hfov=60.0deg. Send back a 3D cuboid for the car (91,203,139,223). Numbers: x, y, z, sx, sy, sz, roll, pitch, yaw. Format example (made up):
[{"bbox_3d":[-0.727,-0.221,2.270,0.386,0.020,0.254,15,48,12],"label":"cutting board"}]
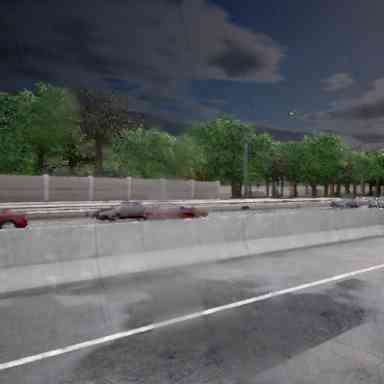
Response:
[{"bbox_3d":[-5.005,1.543,26.015,5.357,1.411,2.033,0,0,-37],"label":"car"}]

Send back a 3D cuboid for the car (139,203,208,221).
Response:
[{"bbox_3d":[-1.178,1.597,24.616,4.718,1.301,1.895,0,0,-35],"label":"car"}]

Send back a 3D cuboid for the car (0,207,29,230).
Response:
[{"bbox_3d":[-11.329,1.476,17.382,5.008,1.535,1.882,0,0,-35],"label":"car"}]

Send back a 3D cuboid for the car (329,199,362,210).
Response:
[{"bbox_3d":[20.455,1.569,44.115,5.357,1.411,2.033,0,0,-35],"label":"car"}]

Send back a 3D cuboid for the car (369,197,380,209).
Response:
[{"bbox_3d":[24.810,1.375,42.882,4.553,1.767,2.097,0,0,-35],"label":"car"}]

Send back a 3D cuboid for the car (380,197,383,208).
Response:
[{"bbox_3d":[23.929,1.527,38.006,4.892,1.490,1.837,0,0,-35],"label":"car"}]
